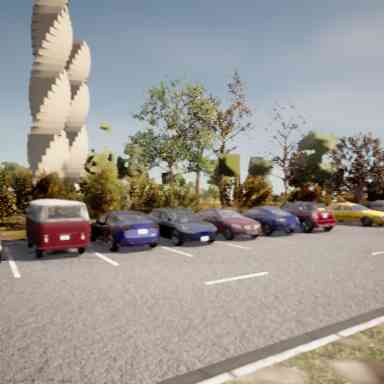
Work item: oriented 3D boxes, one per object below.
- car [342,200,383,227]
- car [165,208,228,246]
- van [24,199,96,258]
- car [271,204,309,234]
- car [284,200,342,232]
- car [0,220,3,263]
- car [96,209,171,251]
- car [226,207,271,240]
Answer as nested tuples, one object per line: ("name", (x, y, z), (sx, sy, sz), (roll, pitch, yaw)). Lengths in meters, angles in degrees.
("car", (11.065, 1.458, 23.113), (1.946, 1.575, 5.366), (0, 0, -32))
("car", (-0.724, 1.560, 15.982), (2.163, 1.488, 4.792), (0, 0, -32))
("van", (-5.479, 1.307, 13.205), (1.878, 1.987, 4.442), (0, 0, -32))
("car", (3.946, 1.552, 18.911), (2.002, 1.452, 4.674), (0, 0, -32))
("car", (6.306, 1.376, 20.343), (2.185, 1.767, 4.553), (0, 0, -32))
("car", (-7.852, 1.403, 11.558), (2.185, 1.767, 4.553), (0, 0, -32))
("car", (-3.094, 1.561, 14.582), (2.163, 1.488, 4.792), (0, 0, -32))
("car", (1.603, 1.563, 17.464), (2.002, 1.452, 4.674), (0, 0, -32))
